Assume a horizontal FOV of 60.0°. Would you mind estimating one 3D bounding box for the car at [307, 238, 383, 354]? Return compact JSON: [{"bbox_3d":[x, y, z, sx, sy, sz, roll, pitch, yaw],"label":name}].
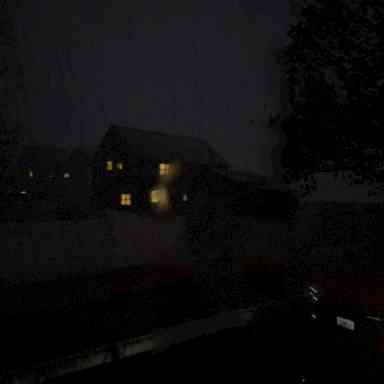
[{"bbox_3d":[4.138,1.555,6.023,5.008,1.535,1.882,1,0,-35],"label":"car"}]
